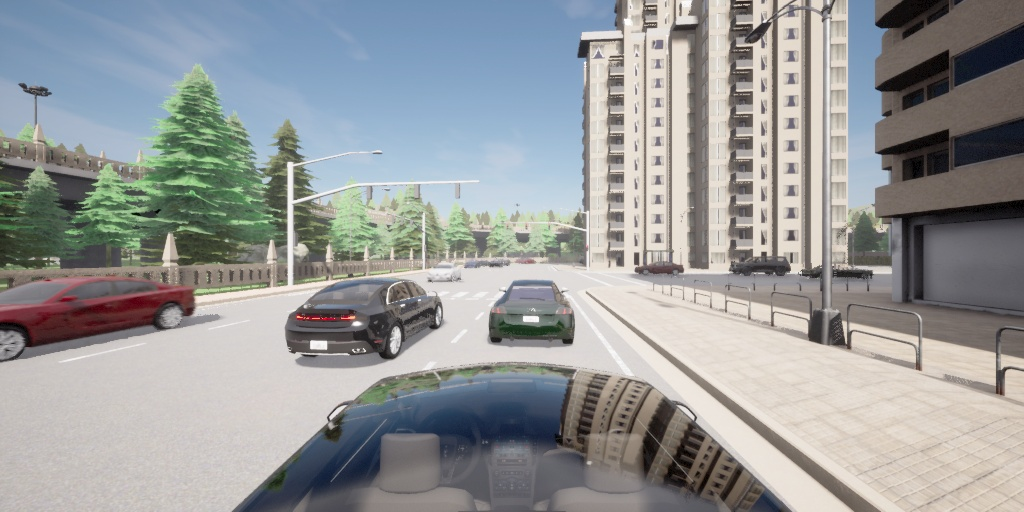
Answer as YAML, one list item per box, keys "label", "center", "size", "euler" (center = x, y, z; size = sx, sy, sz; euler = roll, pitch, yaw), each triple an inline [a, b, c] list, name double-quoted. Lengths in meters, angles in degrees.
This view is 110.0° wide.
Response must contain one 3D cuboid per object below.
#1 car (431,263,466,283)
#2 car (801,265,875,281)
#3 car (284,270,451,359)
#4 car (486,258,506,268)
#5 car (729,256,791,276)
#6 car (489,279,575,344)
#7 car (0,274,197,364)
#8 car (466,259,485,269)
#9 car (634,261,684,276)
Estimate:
- label: "car"
  center: [-5.195, 1.275, 28.050]
  size: [1.812, 1.442, 4.674]
  euler: [0, 0, 4]
- label: "car"
  center: [27.782, 1.406, 30.606]
  size: [4.718, 1.301, 1.895]
  euler: [0, 0, 4]
- label: "car"
  center: [-3.042, 1.255, 8.455]
  size: [1.837, 1.490, 4.892]
  euler: [0, 0, 5]
- label: "car"
  center: [-2.638, 1.351, 60.580]
  size: [1.895, 1.301, 4.718]
  euler: [0, 0, 5]
- label: "car"
  center: [26.144, 1.027, 37.910]
  size: [5.566, 2.045, 2.150]
  euler: [0, 0, 4]
- label: "car"
  center: [0.573, 1.314, 9.650]
  size: [1.994, 1.385, 4.181]
  euler: [0, 0, 5]
- label: "car"
  center: [-10.232, 1.227, 8.318]
  size: [1.882, 1.535, 5.008]
  euler: [0, 0, 4]
- label: "car"
  center: [-6.327, 1.297, 58.550]
  size: [2.033, 1.411, 5.357]
  euler: [0, 0, 5]
- label: "car"
  center: [15.786, 1.283, 38.585]
  size: [5.008, 1.535, 1.882]
  euler: [0, 0, 4]
